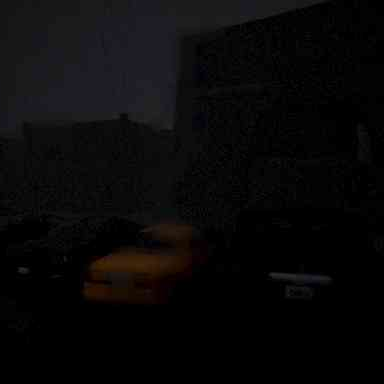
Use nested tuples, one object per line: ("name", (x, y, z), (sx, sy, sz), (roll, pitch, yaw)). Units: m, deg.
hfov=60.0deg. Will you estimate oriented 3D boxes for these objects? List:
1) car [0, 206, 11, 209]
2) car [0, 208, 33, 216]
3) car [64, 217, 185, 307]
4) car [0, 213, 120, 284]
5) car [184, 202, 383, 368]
("car", (-7.724, 1.312, 12.889), (2.185, 1.767, 4.553), (0, -1, 15))
("car", (-5.319, 1.434, 11.213), (2.097, 1.535, 5.008), (0, -1, 15))
("car", (-0.480, 1.443, 8.002), (1.946, 1.575, 5.366), (0, -1, 15))
("car", (-2.920, 1.438, 9.528), (2.097, 1.535, 5.008), (0, -1, 15))
("car", (1.866, 1.210, 6.156), (2.435, 2.045, 5.566), (0, -1, 16))
